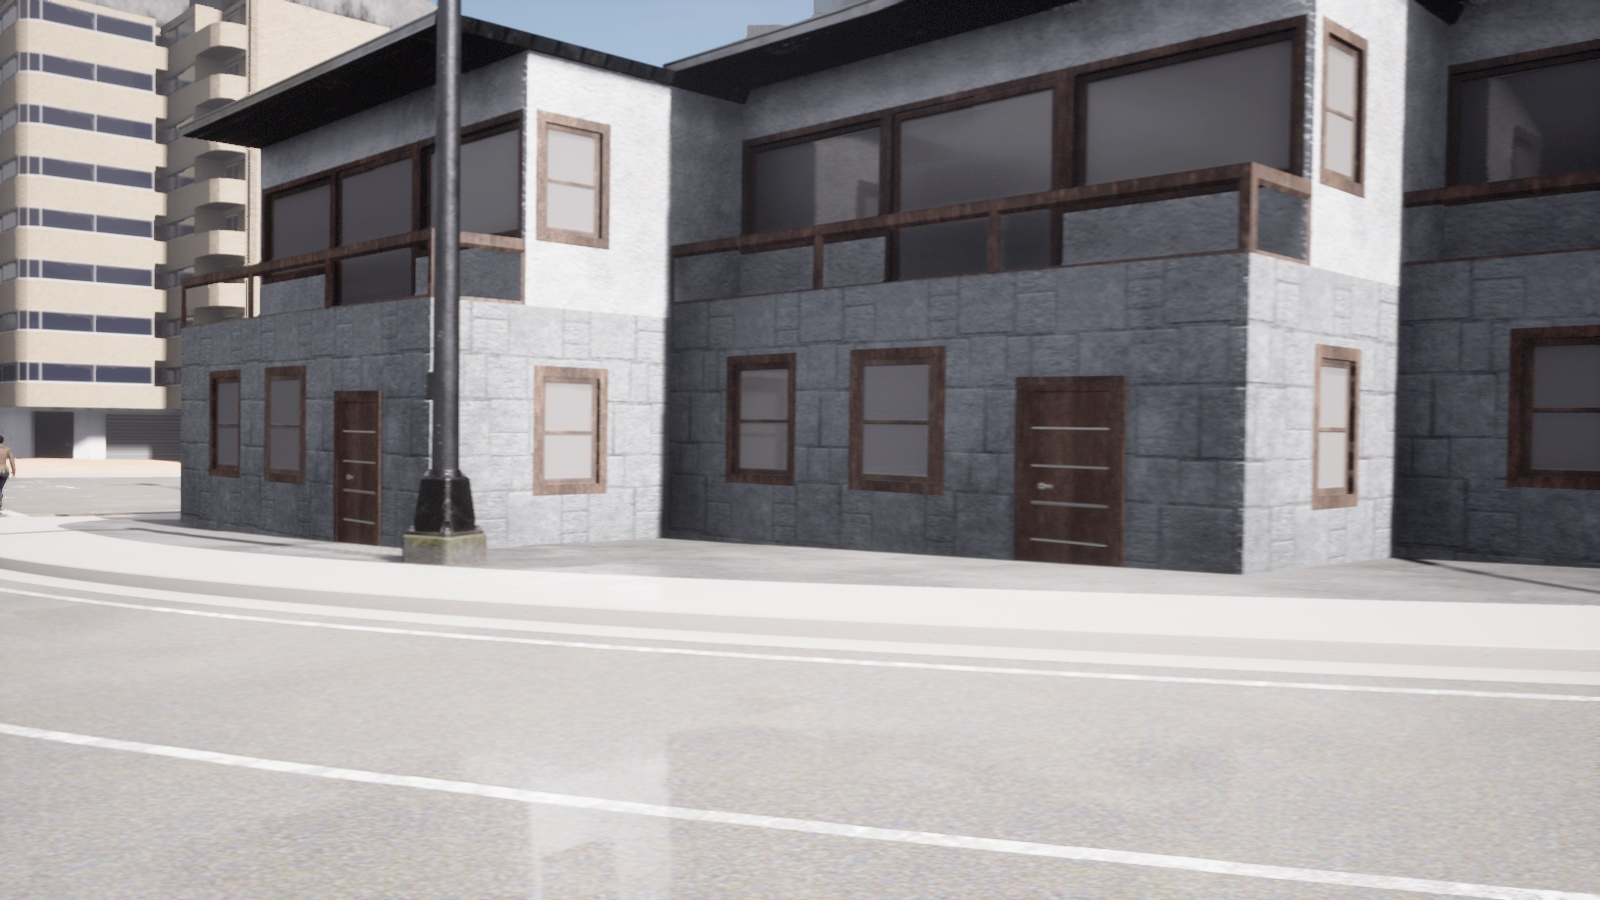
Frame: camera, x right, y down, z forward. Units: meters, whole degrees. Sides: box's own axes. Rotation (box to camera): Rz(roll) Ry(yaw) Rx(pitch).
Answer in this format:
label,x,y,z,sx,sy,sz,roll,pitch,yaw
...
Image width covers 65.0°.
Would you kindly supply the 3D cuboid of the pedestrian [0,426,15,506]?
label,x,y,z,sx,sy,sz,roll,pitch,yaw
pedestrian,-18.366,0.346,28.856,0.869,1.805,0.328,2,2,42
